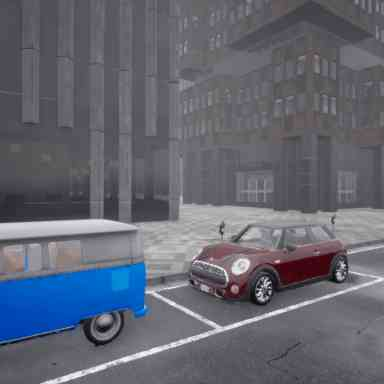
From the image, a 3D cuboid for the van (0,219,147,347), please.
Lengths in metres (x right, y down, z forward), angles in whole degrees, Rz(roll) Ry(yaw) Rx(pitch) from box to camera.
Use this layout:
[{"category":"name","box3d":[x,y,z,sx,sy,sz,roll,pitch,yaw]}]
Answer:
[{"category":"van","box3d":[-2.624,1.341,4.776,3.998,1.788,1.690,0,0,-35]}]

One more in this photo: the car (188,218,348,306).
[{"category":"car","box3d":[1.887,1.441,7.965,4.097,1.590,1.967,0,0,-35]}]
